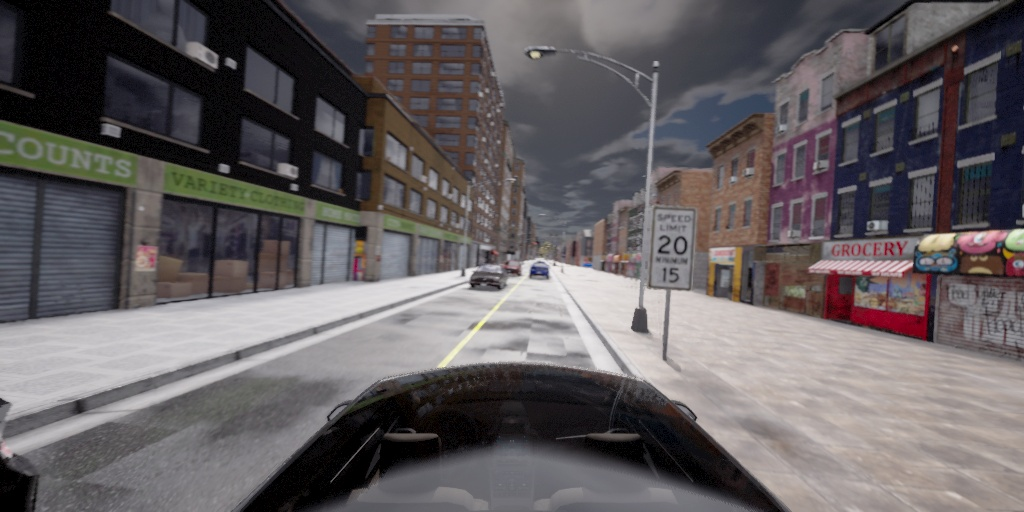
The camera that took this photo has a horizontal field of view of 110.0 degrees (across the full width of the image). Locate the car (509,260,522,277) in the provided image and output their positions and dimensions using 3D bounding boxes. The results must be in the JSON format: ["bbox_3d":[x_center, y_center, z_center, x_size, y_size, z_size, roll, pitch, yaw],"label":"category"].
[{"bbox_3d":[-0.005,1.204,36.703,1.882,1.535,5.008,4,0,5],"label":"car"}]

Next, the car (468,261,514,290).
[{"bbox_3d":[-1.301,1.199,22.218,2.033,1.411,5.357,4,0,5],"label":"car"}]

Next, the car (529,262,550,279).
[{"bbox_3d":[2.745,1.382,35.636,1.882,1.535,5.008,4,0,5],"label":"car"}]
